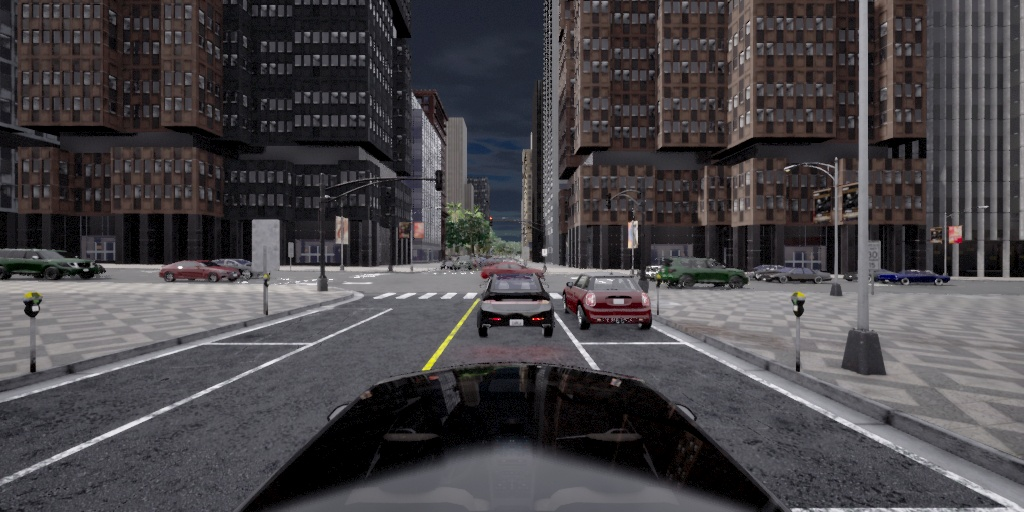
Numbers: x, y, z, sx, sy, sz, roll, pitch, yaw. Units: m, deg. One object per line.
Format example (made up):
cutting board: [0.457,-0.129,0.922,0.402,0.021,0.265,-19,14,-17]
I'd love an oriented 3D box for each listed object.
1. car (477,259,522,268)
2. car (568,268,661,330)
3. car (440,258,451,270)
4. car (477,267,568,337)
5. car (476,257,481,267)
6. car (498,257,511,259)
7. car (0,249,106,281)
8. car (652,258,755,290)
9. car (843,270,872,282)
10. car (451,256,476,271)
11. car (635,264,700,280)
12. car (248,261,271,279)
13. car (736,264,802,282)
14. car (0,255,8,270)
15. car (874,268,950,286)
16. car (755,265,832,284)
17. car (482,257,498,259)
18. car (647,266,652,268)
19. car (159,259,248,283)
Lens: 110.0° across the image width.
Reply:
car: [0.069,1.258,27.702,5.008,1.535,1.882,1,0,-1]
car: [2.735,1.190,11.146,1.967,1.591,4.097,0,0,0]
car: [-9.280,1.324,52.450,1.948,1.339,4.313,0,0,-1]
car: [0.077,1.241,10.260,2.128,1.511,4.902,0,0,-1]
car: [-6.664,1.251,59.338,1.882,1.535,5.008,0,0,0]
car: [-0.755,1.198,52.527,1.967,1.591,4.097,0,0,-1]
car: [-31.508,0.560,24.175,5.566,2.045,2.150,1,0,0]
car: [13.008,1.191,24.578,5.566,2.045,2.150,1,0,-1]
car: [34.730,1.838,34.697,4.181,1.385,1.994,1,0,-1]
car: [-6.584,0.973,49.348,2.150,2.045,5.566,0,0,0]
car: [14.909,1.533,34.523,5.357,1.411,2.033,1,0,1]
car: [-21.196,0.971,27.530,4.902,1.511,2.128,1,0,1]
car: [24.708,1.619,34.618,4.902,1.511,2.128,1,0,-1]
car: [-51.913,0.572,33.941,5.357,1.411,2.033,1,0,-1]
car: [35.075,1.884,31.448,4.718,1.301,1.895,1,0,0]
car: [24.750,1.680,31.367,5.357,1.411,2.033,1,0,0]
car: [-3.512,1.130,61.406,2.097,1.767,4.553,0,0,0]
car: [14.510,1.205,31.259,5.566,2.045,2.150,1,0,1]
car: [-21.085,1.011,24.269,4.674,1.442,1.812,1,0,0]
